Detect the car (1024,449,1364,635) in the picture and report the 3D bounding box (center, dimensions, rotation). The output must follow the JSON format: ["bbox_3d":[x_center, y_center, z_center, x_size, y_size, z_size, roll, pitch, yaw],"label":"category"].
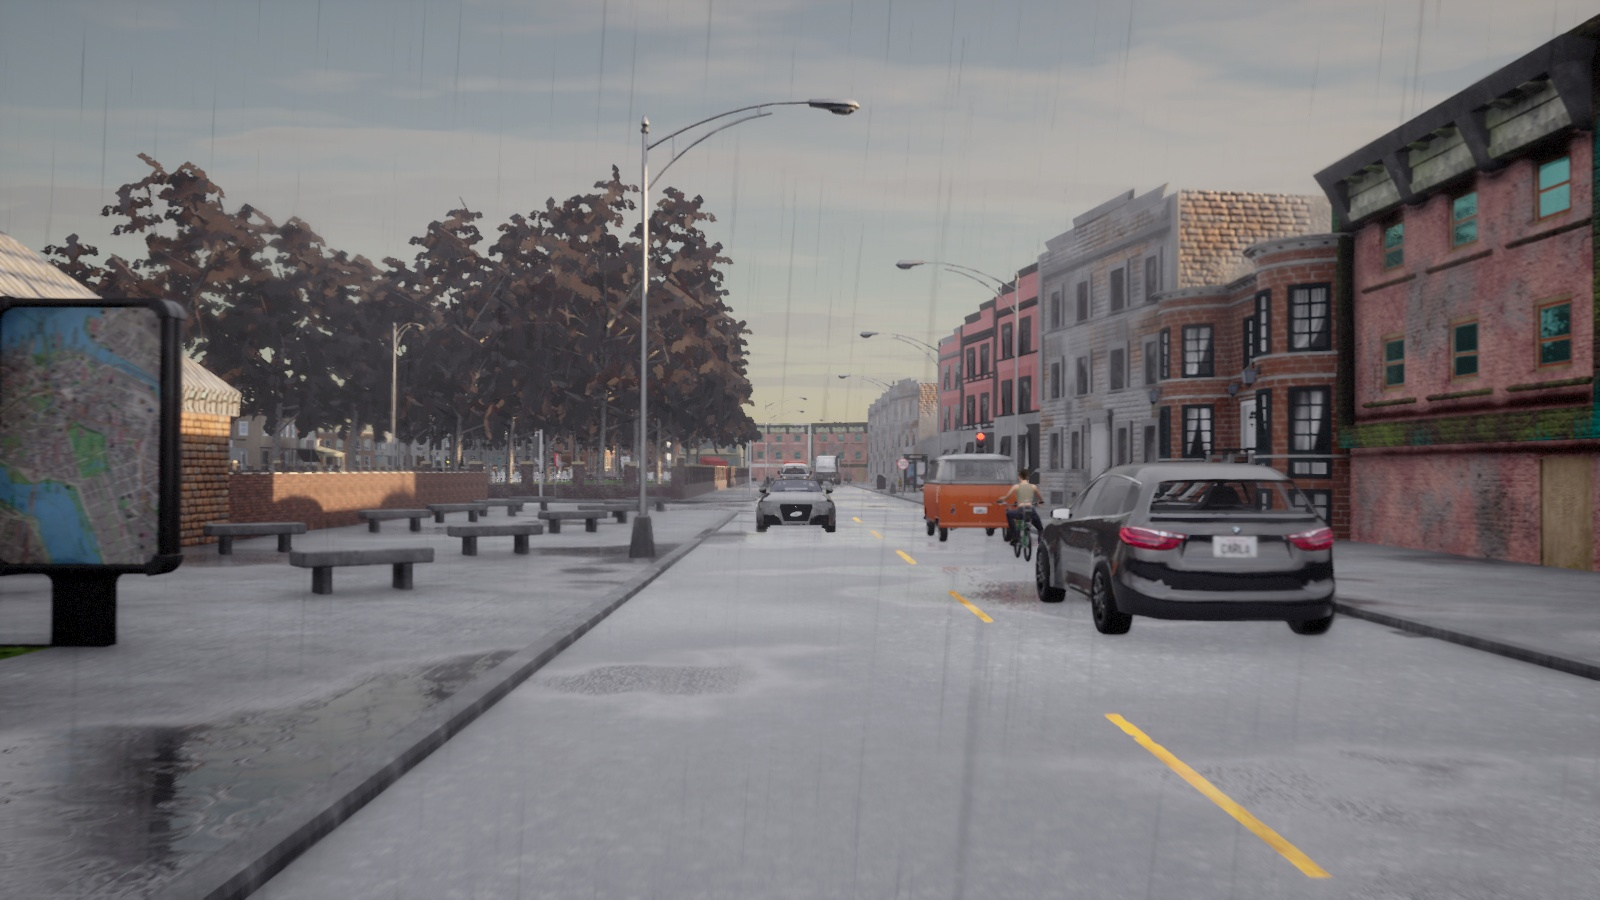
[{"bbox_3d":[3.964,0.871,13.634,2.242,1.667,4.611,0,-1,0],"label":"car"}]

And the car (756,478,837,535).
[{"bbox_3d":[-0.091,1.429,32.881,1.994,1.385,4.181,0,-1,0],"label":"car"}]

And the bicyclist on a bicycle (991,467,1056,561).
[{"bbox_3d":[3.947,1.109,22.317,0.866,1.612,1.509,0,-1,-1],"label":"bicyclist on a bicycle"}]

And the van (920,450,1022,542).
[{"bbox_3d":[3.922,1.045,29.465,1.775,1.987,4.442,0,-1,0],"label":"van"}]

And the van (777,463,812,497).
[{"bbox_3d":[-0.298,1.830,77.082,2.069,2.038,4.480,0,-1,0],"label":"van"}]
